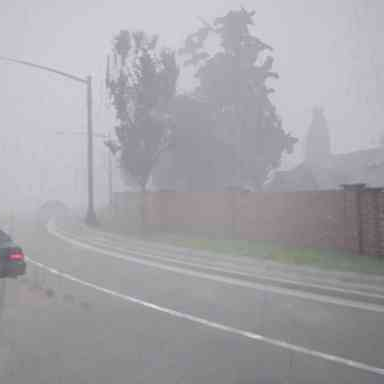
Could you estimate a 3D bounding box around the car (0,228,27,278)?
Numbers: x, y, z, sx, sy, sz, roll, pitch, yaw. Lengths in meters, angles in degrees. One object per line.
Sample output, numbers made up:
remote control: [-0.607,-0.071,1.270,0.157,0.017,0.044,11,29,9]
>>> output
car: [-6.404,1.674,9.734,2.033,1.411,5.357,0,0,-40]

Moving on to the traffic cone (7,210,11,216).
traffic cone: [-20.642,2.356,37.620,0.340,0.580,0.340,-1,0,-9]

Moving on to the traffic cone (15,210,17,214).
traffic cone: [-20.967,2.367,39.595,0.340,0.580,0.340,-1,0,-9]

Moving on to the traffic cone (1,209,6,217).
traffic cone: [-20.317,2.345,35.649,0.340,0.580,0.340,-1,0,-9]

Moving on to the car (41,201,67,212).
car: [-18.922,1.907,45.728,1.812,1.442,4.674,-2,0,5]
